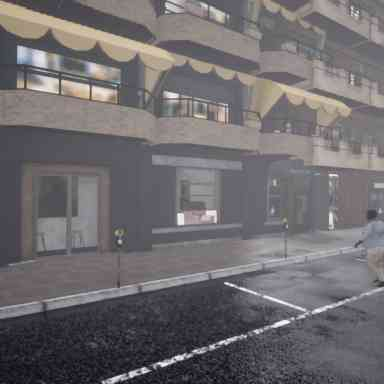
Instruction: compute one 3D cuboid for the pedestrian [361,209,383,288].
[{"bbox_3d":[4.378,1.295,7.930,0.375,1.860,0.375,1,0,-35],"label":"pedestrian"}]
